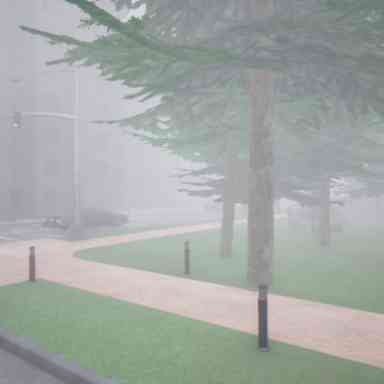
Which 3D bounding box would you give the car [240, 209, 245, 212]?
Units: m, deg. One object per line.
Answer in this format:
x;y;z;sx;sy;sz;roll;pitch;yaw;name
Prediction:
7.469;1.677;39.851;1.812;1.442;4.674;0;-1;37;car

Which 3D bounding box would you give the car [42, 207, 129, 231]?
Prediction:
-6.541;1.653;21.021;2.033;1.411;5.357;0;0;37;car

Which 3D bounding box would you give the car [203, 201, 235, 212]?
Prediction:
3.292;1.601;40.216;1.882;1.535;5.008;0;0;37;car
